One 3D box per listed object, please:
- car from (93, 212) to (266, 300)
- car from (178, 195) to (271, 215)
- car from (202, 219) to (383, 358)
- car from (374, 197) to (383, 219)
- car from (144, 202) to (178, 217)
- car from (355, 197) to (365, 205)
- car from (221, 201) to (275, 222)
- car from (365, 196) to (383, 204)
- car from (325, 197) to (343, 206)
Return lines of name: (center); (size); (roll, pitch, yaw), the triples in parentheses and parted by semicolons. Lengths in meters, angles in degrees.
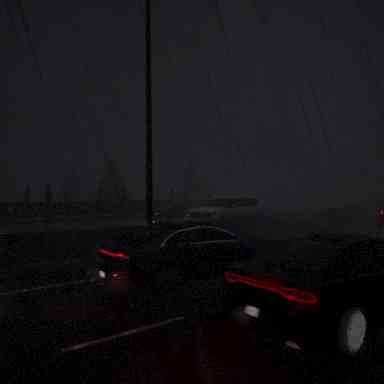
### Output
car: (0.014, 1.493, 8.433); (4.902, 1.511, 2.128); (0, 0, -38)
car: (2.100, 1.235, 19.741); (5.566, 2.045, 2.150); (0, 0, -44)
car: (2.734, 1.477, 6.127); (5.008, 1.535, 1.882); (0, 0, -39)
car: (13.859, 1.356, 21.873); (2.097, 1.767, 4.553); (0, 0, 42)
car: (-1.556, 1.553, 25.974); (1.812, 1.442, 4.674); (0, 0, 45)
car: (30.444, 1.606, 59.022); (2.033, 1.411, 5.357); (0, 0, 39)
car: (4.748, 1.521, 27.582); (2.128, 1.511, 4.902); (0, 0, 41)
car: (29.054, 1.397, 51.819); (2.097, 1.767, 4.553); (0, 0, 39)
car: (24.498, 1.543, 57.296); (1.882, 1.535, 5.008); (0, 0, 39)
